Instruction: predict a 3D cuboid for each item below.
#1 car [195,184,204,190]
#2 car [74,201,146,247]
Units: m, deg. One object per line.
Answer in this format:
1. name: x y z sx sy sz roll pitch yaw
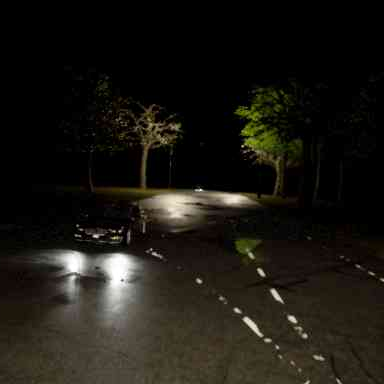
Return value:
1. car: 2.011 -1.240 85.980 2.128 1.511 4.902 4 2 10
2. car: -3.025 1.163 13.275 1.837 1.490 4.892 3 1 2
